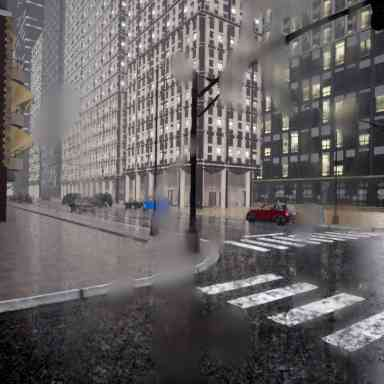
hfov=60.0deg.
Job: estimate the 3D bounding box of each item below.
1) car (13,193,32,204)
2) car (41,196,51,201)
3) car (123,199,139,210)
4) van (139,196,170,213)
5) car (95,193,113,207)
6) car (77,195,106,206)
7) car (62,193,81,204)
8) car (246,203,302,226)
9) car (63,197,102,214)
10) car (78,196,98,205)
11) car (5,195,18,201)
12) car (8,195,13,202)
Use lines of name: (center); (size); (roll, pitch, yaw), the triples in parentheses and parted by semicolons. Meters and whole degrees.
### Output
car: (-30.509, 1.155, 60.538); (2.192, 1.841, 5.009); (1, -1, -35)
car: (-36.770, 1.571, 83.806); (1.802, 1.307, 4.206); (1, -1, -35)
car: (-7.324, 1.584, 42.365); (2.008, 1.369, 4.403); (1, -1, -35)
van: (-4.049, 1.382, 37.762); (1.690, 1.788, 3.998); (1, -1, -35)
car: (-14.474, 1.255, 53.157); (2.150, 2.045, 5.566); (1, -1, -35)
car: (-14.565, 1.536, 48.010); (1.994, 1.385, 4.181); (1, -1, -37)
car: (-20.029, 1.183, 55.613); (2.150, 2.045, 5.566); (1, -1, -35)
car: (5.765, 1.505, 23.947); (1.967, 1.590, 4.097); (1, -1, -35)
car: (-10.883, 1.427, 32.907); (2.008, 1.369, 4.403); (1, -1, -35)
car: (-18.484, 1.526, 58.859); (1.837, 1.490, 4.892); (1, -1, -35)
car: (-40.327, 1.378, 74.349); (2.008, 1.369, 4.403); (1, -1, -35)
car: (-37.056, 1.397, 69.744); (1.947, 1.339, 4.313); (1, -1, -35)
